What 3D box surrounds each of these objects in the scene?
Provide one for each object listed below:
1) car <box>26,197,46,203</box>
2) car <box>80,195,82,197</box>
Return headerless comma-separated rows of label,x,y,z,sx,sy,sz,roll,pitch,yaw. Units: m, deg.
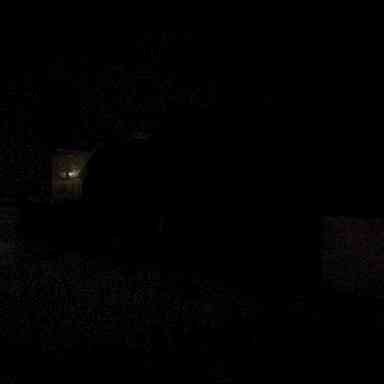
car,-23.936,1.481,51.829,1.812,1.442,4.674,1,1,4
car,-21.211,1.147,67.344,1.895,1.301,4.718,1,2,18
